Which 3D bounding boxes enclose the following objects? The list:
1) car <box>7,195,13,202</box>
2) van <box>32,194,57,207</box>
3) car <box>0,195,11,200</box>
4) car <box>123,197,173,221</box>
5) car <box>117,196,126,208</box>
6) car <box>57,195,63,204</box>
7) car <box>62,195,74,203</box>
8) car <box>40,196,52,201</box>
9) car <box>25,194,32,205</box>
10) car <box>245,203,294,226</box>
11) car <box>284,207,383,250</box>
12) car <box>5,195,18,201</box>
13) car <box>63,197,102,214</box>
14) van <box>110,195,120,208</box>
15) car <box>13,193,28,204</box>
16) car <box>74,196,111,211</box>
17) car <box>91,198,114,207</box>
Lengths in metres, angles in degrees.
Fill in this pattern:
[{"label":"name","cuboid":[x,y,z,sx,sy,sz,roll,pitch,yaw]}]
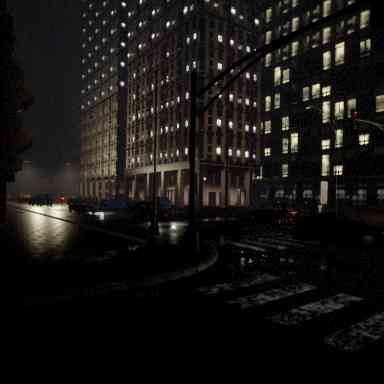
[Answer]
[{"label":"car","cuboid":[-37.088,1.397,69.722,1.947,1.339,4.313,1,-1,-35]},{"label":"van","cuboid":[-20.725,1.197,46.701,1.690,1.788,3.998,1,-1,-35]},{"label":"car","cuboid":[-46.807,1.365,83.400,1.752,1.417,4.829,1,-1,-35]},{"label":"car","cuboid":[-3.380,1.418,26.762,1.882,1.535,5.008,1,-1,-35]},{"label":"car","cuboid":[-7.355,1.584,42.343,2.008,1.369,4.403,1,-1,-35]},{"label":"car","cuboid":[-24.911,1.307,62.585,2.097,1.767,4.553,1,-1,-35]},{"label":"car","cuboid":[-18.925,1.456,54.157,2.128,1.511,4.902,1,-1,-35]},{"label":"car","cuboid":[-36.802,1.570,83.784,1.802,1.307,4.206,1,-1,-35]},{"label":"car","cuboid":[-24.001,1.432,51.304,1.802,1.307,4.206,1,-1,-35]},{"label":"car","cuboid":[5.734,1.505,23.926,1.967,1.590,4.097,1,-1,-35]},{"label":"car","cuboid":[6.527,1.559,14.478,4.181,1.385,1.994,1,0,41]},{"label":"car","cuboid":[-40.359,1.378,74.327,2.008,1.369,4.403,1,-1,-35]},{"label":"car","cuboid":[-10.914,1.427,32.886,2.008,1.369,4.403,1,-1,-35]},{"label":"van","cuboid":[-10.623,1.368,46.950,1.690,1.788,3.998,1,-1,-35]},{"label":"car","cuboid":[-30.540,1.155,60.515,2.192,1.841,5.009,1,-1,-35]},{"label":"car","cuboid":[-11.616,1.413,38.369,2.128,1.511,4.902,1,-1,-35]},{"label":"car","cuboid":[-13.899,1.586,51.552,1.947,1.339,4.313,1,-1,-35]}]
